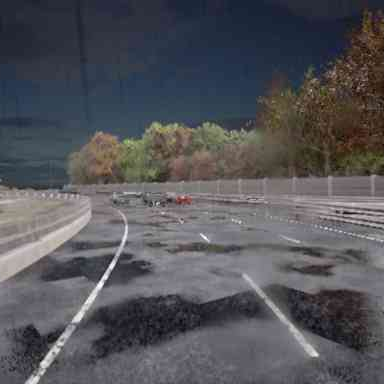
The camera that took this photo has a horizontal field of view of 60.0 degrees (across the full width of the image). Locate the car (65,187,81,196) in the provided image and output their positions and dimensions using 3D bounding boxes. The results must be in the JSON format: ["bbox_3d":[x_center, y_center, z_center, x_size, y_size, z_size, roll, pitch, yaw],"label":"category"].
[{"bbox_3d":[-28.390,-0.011,76.163,5.566,2.045,2.150,1,1,43],"label":"car"}]

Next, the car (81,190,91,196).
[{"bbox_3d":[-25.871,0.260,78.600,5.357,1.411,2.033,1,1,43],"label":"car"}]

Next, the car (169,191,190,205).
[{"bbox_3d":[-1.967,0.717,42.715,2.097,1.767,4.553,-1,1,-22],"label":"car"}]

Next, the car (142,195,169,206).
[{"bbox_3d":[-4.646,1.014,40.105,1.895,1.301,4.718,-1,1,-21],"label":"car"}]

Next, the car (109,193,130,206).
[{"bbox_3d":[-9.189,0.894,41.865,2.128,1.511,4.902,0,1,-24],"label":"car"}]

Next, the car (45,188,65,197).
[{"bbox_3d":[-30.841,0.164,73.670,4.553,1.767,2.097,1,1,43],"label":"car"}]
